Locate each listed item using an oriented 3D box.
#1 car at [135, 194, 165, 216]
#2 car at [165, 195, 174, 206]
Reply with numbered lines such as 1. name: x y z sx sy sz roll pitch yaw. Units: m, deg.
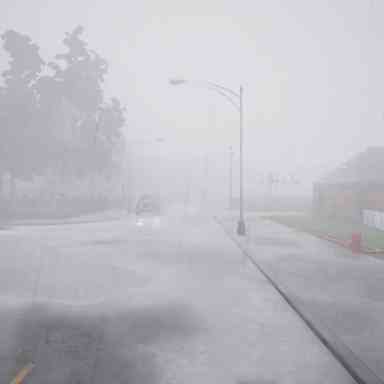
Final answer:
1. car: -4.202 1.221 33.102 2.150 2.045 5.566 0 0 0
2. car: -4.194 1.350 55.064 2.097 1.767 4.553 0 0 0
